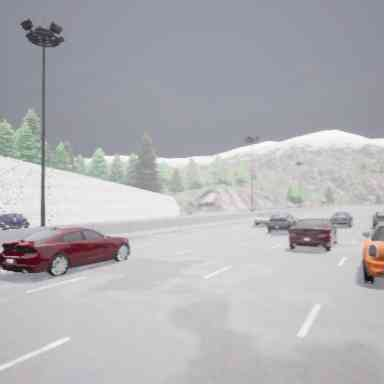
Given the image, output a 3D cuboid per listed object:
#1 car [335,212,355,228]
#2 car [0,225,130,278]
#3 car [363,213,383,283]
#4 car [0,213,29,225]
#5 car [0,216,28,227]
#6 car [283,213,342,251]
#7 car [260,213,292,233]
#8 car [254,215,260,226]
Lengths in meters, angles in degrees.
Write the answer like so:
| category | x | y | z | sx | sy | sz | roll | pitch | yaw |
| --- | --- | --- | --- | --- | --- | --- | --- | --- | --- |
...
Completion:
| category | x | y | z | sx | sy | sz | roll | pitch | yaw |
| --- | --- | --- | --- | --- | --- | --- | --- | --- | --- |
| car | 14.491 | 2.631 | 32.045 | 2.033 | 1.411 | 5.357 | -2 | -3 | 29 |
| car | -4.356 | 2.027 | 12.340 | 1.882 | 1.535 | 5.008 | -2 | -3 | 29 |
| car | 6.552 | 1.688 | 10.396 | 2.097 | 1.767 | 4.553 | -2 | -3 | 29 |
| car | -17.971 | 2.825 | 31.532 | 2.097 | 1.767 | 4.553 | -2 | -3 | 29 |
| car | -12.623 | 2.439 | 19.495 | 1.837 | 1.490 | 4.892 | -2 | -3 | 29 |
| car | 6.474 | 2.093 | 17.496 | 1.882 | 1.535 | 5.008 | -2 | -2 | 29 |
| car | 7.377 | 2.444 | 26.388 | 2.128 | 1.511 | 4.902 | -2 | -2 | 29 |
| car | 8.057 | 2.876 | 34.863 | 1.895 | 1.301 | 4.718 | -2 | -3 | 29 |
